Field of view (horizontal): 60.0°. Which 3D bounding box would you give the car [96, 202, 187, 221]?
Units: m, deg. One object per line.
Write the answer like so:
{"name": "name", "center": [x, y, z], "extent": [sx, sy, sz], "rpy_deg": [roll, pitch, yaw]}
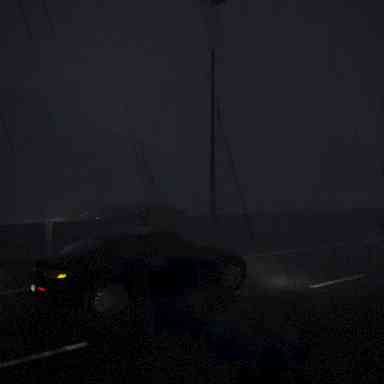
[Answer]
{"name": "car", "center": [-2.560, 1.442, 18.861], "extent": [4.902, 1.511, 2.128], "rpy_deg": [0, 0, -32]}

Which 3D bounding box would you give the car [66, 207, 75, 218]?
{"name": "car", "center": [-8.245, 1.494, 27.687], "extent": [4.181, 1.385, 1.994], "rpy_deg": [0, 0, -32]}

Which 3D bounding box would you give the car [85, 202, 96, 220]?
{"name": "car", "center": [-3.942, 1.492, 22.127], "extent": [5.357, 1.411, 2.033], "rpy_deg": [0, 0, -32]}

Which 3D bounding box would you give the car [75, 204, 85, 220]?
{"name": "car", "center": [-6.165, 1.501, 24.862], "extent": [4.181, 1.385, 1.994], "rpy_deg": [0, 0, -32]}

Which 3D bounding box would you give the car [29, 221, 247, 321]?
{"name": "car", "center": [-0.918, 1.506, 7.206], "extent": [4.674, 1.442, 1.812], "rpy_deg": [0, 0, -34]}
